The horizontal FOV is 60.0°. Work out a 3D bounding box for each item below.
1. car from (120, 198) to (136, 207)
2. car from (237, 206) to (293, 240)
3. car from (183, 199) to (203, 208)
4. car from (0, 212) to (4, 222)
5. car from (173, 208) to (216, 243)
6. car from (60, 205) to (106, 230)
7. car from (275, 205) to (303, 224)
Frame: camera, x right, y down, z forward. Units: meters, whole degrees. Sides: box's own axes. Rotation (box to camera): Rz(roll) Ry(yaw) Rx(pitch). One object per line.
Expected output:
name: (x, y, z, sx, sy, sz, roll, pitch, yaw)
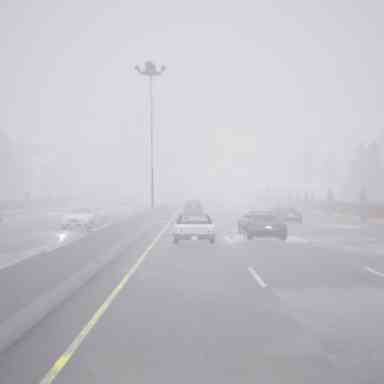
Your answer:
car: (-10.473, 1.712, 54.672, 1.837, 1.490, 4.892, 0, 1, 0)
car: (3.609, 1.643, 17.661, 1.994, 1.385, 4.181, 0, 0, 0)
car: (0.117, 1.503, 36.643, 2.097, 1.767, 4.553, 0, 0, 0)
car: (-14.035, 1.640, 20.779, 2.033, 1.411, 5.357, 0, 0, 1)
car: (0.107, 1.675, 16.366, 1.895, 1.301, 4.718, 0, 0, 0)
car: (-7.063, 1.622, 22.063, 1.812, 1.442, 4.674, 0, 0, 0)
car: (7.112, 1.674, 26.027, 1.994, 1.385, 4.181, 0, 0, 0)
